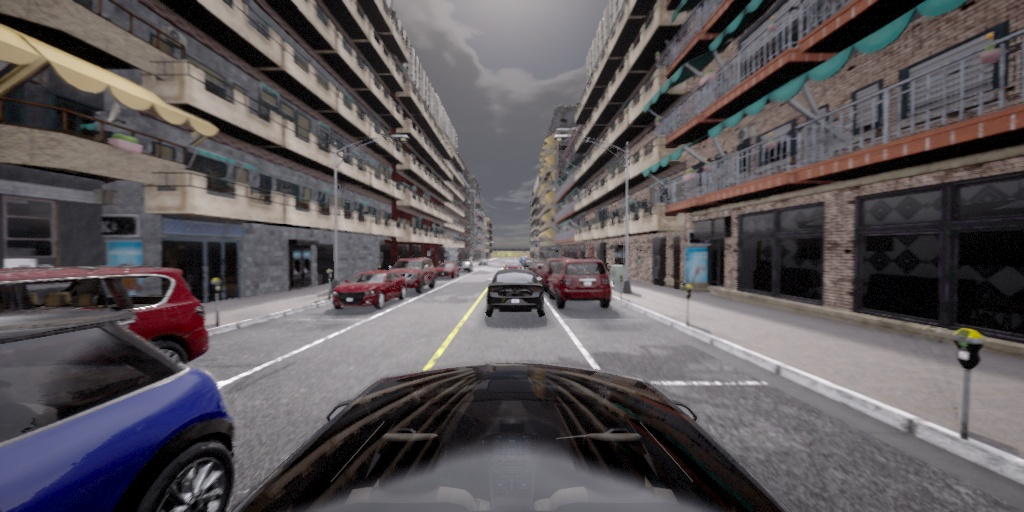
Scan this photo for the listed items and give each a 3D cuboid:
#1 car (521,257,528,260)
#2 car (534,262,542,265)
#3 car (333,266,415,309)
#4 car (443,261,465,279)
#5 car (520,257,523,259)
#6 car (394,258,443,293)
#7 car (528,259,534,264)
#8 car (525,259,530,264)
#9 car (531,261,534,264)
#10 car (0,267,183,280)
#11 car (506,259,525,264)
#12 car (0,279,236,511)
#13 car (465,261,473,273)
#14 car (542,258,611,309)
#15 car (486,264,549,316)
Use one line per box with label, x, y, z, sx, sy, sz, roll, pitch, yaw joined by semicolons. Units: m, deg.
car;2.708;1.236;54.554;1.948;1.339;4.313;0;0;0
car;2.663;1.042;20.568;2.192;1.841;5.009;0;0;0
car;-5.687;1.281;14.846;1.888;1.381;4.507;0;0;0
car;-5.681;1.256;31.840;1.888;1.381;4.507;0;0;0
car;2.708;1.210;60.220;2.007;1.370;4.403;0;0;0
car;-5.685;1.043;20.509;2.192;1.841;5.009;0;0;0
car;2.667;1.256;31.897;1.888;1.381;4.507;0;0;0
car;2.674;1.267;37.561;1.948;1.339;4.313;0;0;0
car;2.665;1.285;26.232;1.948;1.339;4.313;0;0;0
car;-5.690;1.063;3.516;2.192;1.841;5.009;0;0;0
car;0.112;1.300;39.008;1.895;1.301;4.718;0;0;0
car;-3.099;1.103;0.718;2.097;1.767;4.553;0;0;0
car;-5.678;1.257;43.170;1.948;1.339;4.313;0;0;0
car;2.661;1.050;14.902;2.192;1.841;5.009;0;0;0
car;0.104;1.215;13.353;1.882;1.535;5.008;0;0;0
